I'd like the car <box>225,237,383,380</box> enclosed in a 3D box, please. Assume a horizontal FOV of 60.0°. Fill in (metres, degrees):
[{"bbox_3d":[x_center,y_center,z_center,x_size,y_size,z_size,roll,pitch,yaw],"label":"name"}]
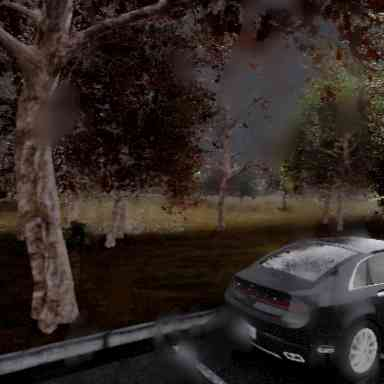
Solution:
[{"bbox_3d":[2.843,1.505,5.463,4.892,1.521,2.231,0,0,-29],"label":"car"}]
